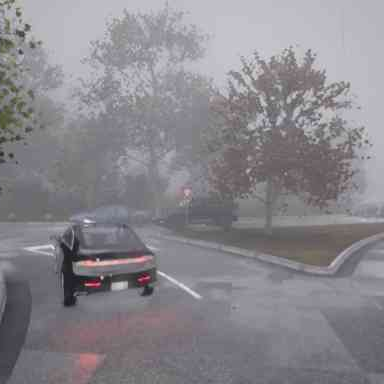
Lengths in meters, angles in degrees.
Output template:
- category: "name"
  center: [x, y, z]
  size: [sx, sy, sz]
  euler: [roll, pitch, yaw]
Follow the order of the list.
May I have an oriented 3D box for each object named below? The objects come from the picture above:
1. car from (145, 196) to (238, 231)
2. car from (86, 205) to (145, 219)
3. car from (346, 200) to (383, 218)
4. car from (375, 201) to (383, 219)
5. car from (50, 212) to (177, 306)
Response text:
- category: "car"
  center: [0.225, 1.265, 20.895]
  size: [5.566, 2.045, 2.150]
  euler: [0, 0, -24]
- category: "car"
  center: [-5.211, 1.567, 21.772]
  size: [5.357, 1.411, 2.033]
  euler: [0, 0, -21]
- category: "car"
  center: [17.937, 1.855, 34.822]
  size: [4.892, 1.490, 1.837]
  euler: [1, 0, -41]
- category: "car"
  center: [19.996, 1.852, 32.352]
  size: [4.892, 1.490, 1.837]
  euler: [1, 0, -41]
- category: "car"
  center: [-2.336, 1.497, 8.245]
  size: [2.128, 1.511, 4.902]
  euler: [0, 0, -25]
